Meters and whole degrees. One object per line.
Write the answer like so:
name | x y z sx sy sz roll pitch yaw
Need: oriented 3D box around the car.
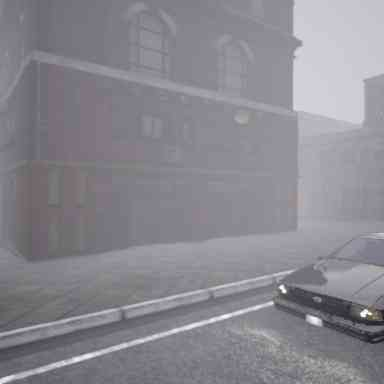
car | 4.005 1.541 6.544 5.357 1.411 2.033 0 0 -35
